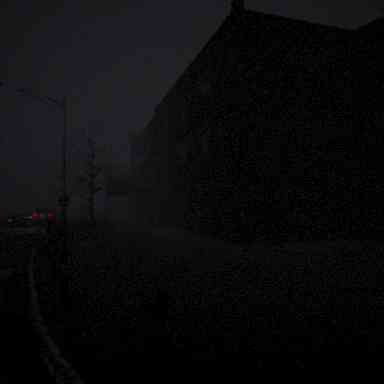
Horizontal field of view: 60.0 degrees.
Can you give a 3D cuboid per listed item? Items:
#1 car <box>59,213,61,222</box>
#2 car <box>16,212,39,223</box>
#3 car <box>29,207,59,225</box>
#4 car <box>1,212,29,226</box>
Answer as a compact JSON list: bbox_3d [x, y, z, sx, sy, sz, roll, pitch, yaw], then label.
[{"bbox_3d":[-20.538,3.460,49.132,2.097,1.767,4.553,0,-3,-17],"label":"car"},{"bbox_3d":[-23.528,3.614,47.798,2.033,1.411,5.357,0,-3,-17],"label":"car"},{"bbox_3d":[-17.771,2.885,40.168,2.150,2.045,5.566,0,-3,-17],"label":"car"},{"bbox_3d":[-20.743,3.184,38.769,1.994,1.385,4.181,0,-3,-17],"label":"car"}]
